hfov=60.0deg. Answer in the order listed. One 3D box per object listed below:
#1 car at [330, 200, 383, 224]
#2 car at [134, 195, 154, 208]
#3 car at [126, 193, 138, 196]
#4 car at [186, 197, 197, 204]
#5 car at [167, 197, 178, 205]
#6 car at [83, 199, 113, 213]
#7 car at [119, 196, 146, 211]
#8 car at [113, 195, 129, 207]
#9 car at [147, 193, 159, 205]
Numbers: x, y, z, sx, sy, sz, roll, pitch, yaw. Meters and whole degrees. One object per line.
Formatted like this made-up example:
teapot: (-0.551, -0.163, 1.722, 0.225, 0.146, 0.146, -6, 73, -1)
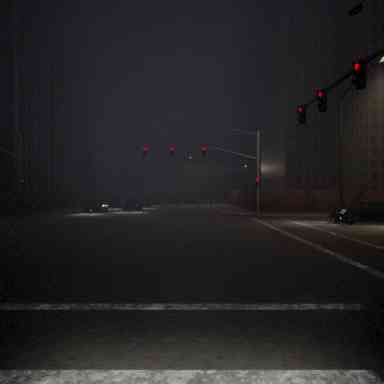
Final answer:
car: (12.364, 1.352, 23.844, 4.553, 1.767, 2.097, 0, 0, 0)
car: (-7.193, 1.526, 49.595, 1.812, 1.442, 4.674, 0, 0, 0)
car: (-10.678, 1.221, 58.272, 2.150, 2.045, 5.566, 0, 0, 0)
car: (-0.134, 1.564, 64.902, 1.994, 1.385, 4.181, 0, 0, 0)
car: (-3.528, 1.547, 60.271, 2.033, 1.411, 5.357, 0, 0, 0)
car: (-10.713, 1.547, 37.507, 2.033, 1.411, 5.357, 0, 0, -3)
car: (-7.163, 1.526, 40.501, 1.812, 1.442, 4.674, 0, 0, -1)
car: (-10.695, 1.547, 47.582, 2.033, 1.411, 5.357, 0, 0, 0)
car: (-7.168, 1.221, 60.122, 2.150, 2.045, 5.566, 0, 0, 1)
